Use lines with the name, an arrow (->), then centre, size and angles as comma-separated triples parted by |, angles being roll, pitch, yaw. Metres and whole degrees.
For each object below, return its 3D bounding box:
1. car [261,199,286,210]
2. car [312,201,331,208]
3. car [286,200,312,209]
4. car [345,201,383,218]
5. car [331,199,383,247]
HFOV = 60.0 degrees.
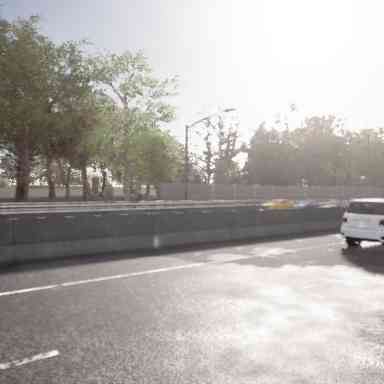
car -> 10.810, 1.671, 41.585 | 5.008, 1.535, 1.882 | 0, 0, -37
car -> 15.797, 1.728, 36.758 | 4.674, 1.442, 1.812 | 0, 0, -35
car -> 13.755, 1.728, 39.600 | 4.674, 1.442, 1.812 | 0, 0, -35
car -> 17.858, 1.680, 33.930 | 5.008, 1.535, 1.882 | 0, 0, -35
car -> 8.646, 1.307, 14.220 | 5.566, 2.045, 2.150 | 0, 0, -35
